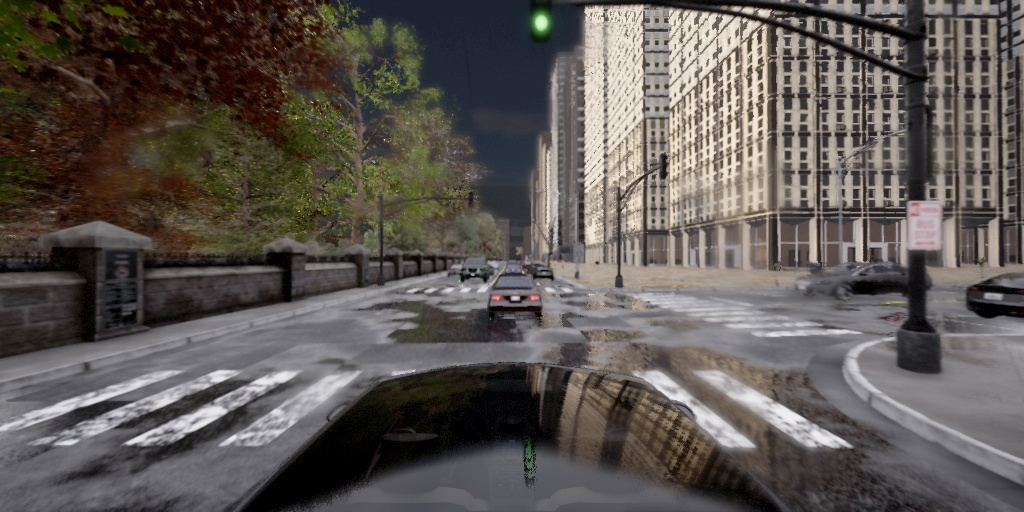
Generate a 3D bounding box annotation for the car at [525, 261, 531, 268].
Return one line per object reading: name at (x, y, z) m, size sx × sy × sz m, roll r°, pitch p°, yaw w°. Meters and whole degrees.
car at (2.708, 1.493, 37.623) m, size 1.948 × 1.339 × 4.313 m, roll 0°, pitch 0°, yaw 0°

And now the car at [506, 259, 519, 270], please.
car at (0.064, 1.412, 61.806) m, size 2.097 × 1.767 × 4.553 m, roll 0°, pitch 0°, yaw 1°

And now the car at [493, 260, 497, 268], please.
car at (-3.061, 1.509, 40.858) m, size 1.994 × 1.385 × 4.181 m, roll 0°, pitch 0°, yaw 0°

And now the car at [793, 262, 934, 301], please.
car at (14.725, 1.034, 15.201) m, size 4.902 × 1.511 × 2.128 m, roll -1°, pitch 0°, yaw 0°

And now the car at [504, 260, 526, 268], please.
car at (0.120, 1.478, 38.254) m, size 2.033 × 1.411 × 5.357 m, roll 0°, pitch 0°, yaw 0°

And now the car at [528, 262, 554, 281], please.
car at (2.704, 1.464, 31.990) m, size 1.948 × 1.339 × 4.313 m, roll 0°, pitch 0°, yaw 0°

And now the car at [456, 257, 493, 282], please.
car at (-3.080, 1.115, 30.883) m, size 2.150 × 2.045 × 5.566 m, roll 0°, pitch 0°, yaw 0°

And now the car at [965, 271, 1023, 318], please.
car at (14.688, 1.058, 9.403) m, size 4.313 × 1.339 × 1.948 m, roll 0°, pitch 0°, yaw 0°

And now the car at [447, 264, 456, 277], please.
car at (-5.673, 1.510, 37.627) m, size 1.802 × 1.307 × 4.207 m, roll 0°, pitch 0°, yaw 0°

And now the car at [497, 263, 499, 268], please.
car at (-3.010, 1.557, 56.504) m, size 1.812 × 1.442 × 4.674 m, roll 0°, pitch 0°, yaw 1°

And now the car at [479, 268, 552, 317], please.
car at (0.106, 1.353, 13.466) m, size 2.033 × 1.411 × 5.357 m, roll 0°, pitch 0°, yaw 0°

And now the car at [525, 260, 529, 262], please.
car at (2.711, 1.523, 43.255) m, size 1.948 × 1.339 × 4.313 m, roll 0°, pitch 0°, yaw 0°
